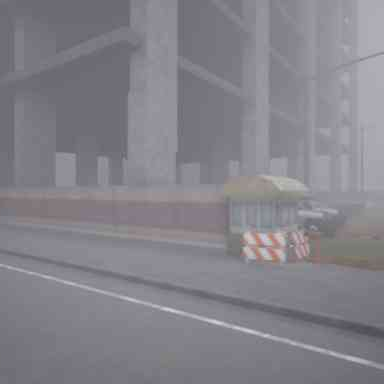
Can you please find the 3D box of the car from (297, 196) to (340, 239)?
[{"bbox_3d":[4.918,1.159,16.428,3.866,1.878,1.905,0,0,36],"label":"car"}]

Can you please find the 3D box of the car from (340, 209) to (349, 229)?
[{"bbox_3d":[6.639,1.159,18.813,3.866,1.878,1.905,0,0,36],"label":"car"}]
